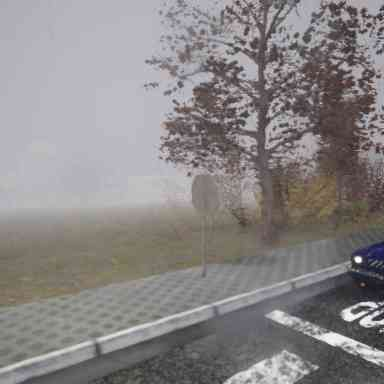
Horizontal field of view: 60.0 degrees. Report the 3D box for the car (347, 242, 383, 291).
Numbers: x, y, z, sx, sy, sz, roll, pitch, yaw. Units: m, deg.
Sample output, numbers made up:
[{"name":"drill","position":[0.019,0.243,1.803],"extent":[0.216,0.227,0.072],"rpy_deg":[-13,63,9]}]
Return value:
[{"name":"car","position":[5.219,1.258,6.798],"extent":[4.718,1.301,1.895],"rpy_deg":[-3,3,-36]}]
